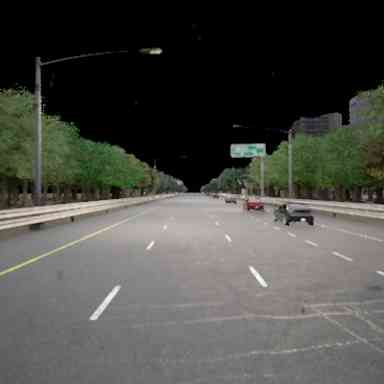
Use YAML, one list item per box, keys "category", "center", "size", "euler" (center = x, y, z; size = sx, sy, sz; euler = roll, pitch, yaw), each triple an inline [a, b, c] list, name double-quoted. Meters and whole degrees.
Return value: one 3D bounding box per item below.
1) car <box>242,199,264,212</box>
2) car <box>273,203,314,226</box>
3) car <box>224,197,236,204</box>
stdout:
- category: "car"
  center: [7.080, 1.494, 38.741]
  size: [1.882, 1.535, 5.008]
  euler: [0, 0, 0]
- category: "car"
  center: [7.028, 1.509, 23.393]
  size: [1.837, 1.490, 4.892]
  euler: [0, 0, 0]
- category: "car"
  center: [7.205, 1.578, 63.010]
  size: [1.895, 1.301, 4.718]
  euler: [0, 0, 0]
